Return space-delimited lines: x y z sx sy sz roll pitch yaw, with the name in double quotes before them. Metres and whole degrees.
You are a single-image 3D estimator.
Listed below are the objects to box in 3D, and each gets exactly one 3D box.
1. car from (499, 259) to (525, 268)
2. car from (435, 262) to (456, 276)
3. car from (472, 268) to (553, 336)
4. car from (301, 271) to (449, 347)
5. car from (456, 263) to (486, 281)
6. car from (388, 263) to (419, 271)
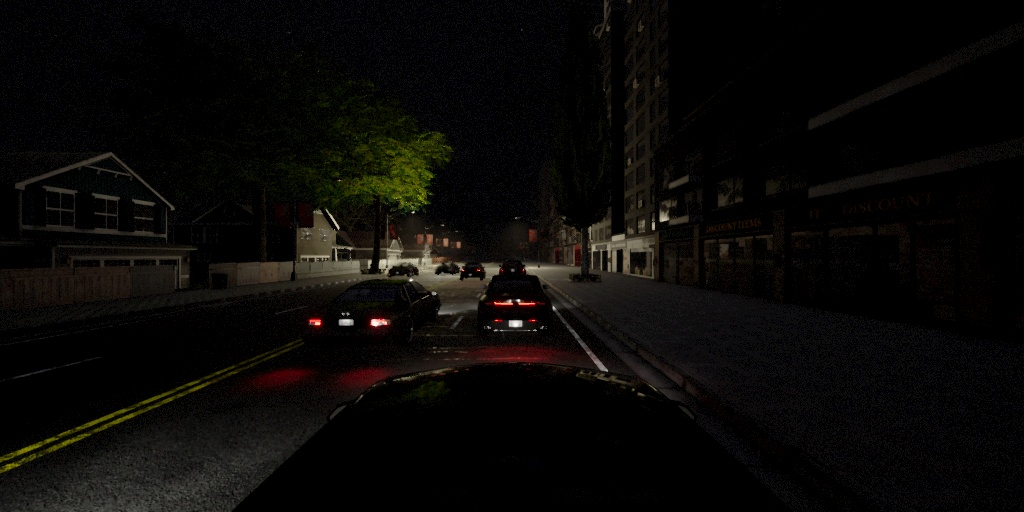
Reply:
"car" 0.012 1.093 28.646 2.097 1.767 4.553 0 0 -1
"car" -6.723 1.282 37.535 2.033 1.411 5.357 0 0 0
"car" 0.072 1.254 10.365 1.837 1.490 4.892 0 0 0
"car" -3.168 1.297 9.269 2.033 1.411 5.357 0 0 -1
"car" -3.247 1.265 30.172 1.812 1.442 4.674 0 0 0
"car" -9.957 1.302 33.080 1.994 1.385 4.181 0 0 0
